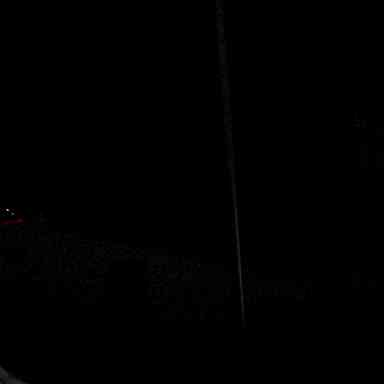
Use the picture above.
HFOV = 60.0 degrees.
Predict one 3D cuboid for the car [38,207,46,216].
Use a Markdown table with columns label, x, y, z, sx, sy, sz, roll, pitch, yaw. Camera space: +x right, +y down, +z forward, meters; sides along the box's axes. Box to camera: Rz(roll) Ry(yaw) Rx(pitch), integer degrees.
| label | x | y | z | sx | sy | sz | roll | pitch | yaw |
| --- | --- | --- | --- | --- | --- | --- | --- | --- | --- |
| car | -13.907 | 1.799 | 34.647 | 1.895 | 1.301 | 4.718 | -3 | 0 | -6 |

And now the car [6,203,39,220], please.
| label | x | y | z | sx | sy | sz | roll | pitch | yaw |
| --- | --- | --- | --- | --- | --- | --- | --- | --- | --- |
| car | -17.146 | 1.882 | 33.950 | 2.128 | 1.511 | 4.902 | -3 | 0 | -5 |
